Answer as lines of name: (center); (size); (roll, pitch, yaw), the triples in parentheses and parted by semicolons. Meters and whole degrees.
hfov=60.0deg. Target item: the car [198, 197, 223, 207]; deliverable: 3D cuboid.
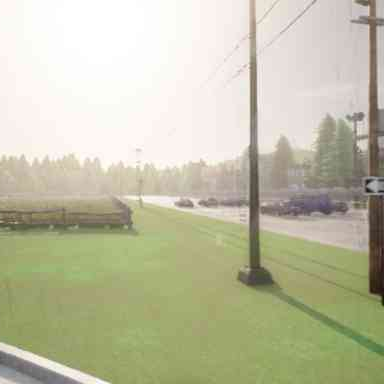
car: (2.271, 1.397, 48.042); (2.128, 1.511, 4.902); (0, 0, -15)

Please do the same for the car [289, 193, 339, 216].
car: (10.610, 1.089, 31.008); (2.150, 2.045, 5.566); (0, 0, -15)

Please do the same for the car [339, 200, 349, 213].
car: (13.592, 1.366, 33.367); (1.812, 1.442, 4.674); (0, 0, -15)

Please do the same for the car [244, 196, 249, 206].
car: (8.777, 1.377, 50.777); (1.812, 1.442, 4.674); (0, 0, -15)

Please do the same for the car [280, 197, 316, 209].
car: (14.082, 1.366, 44.725); (2.033, 1.411, 5.357); (0, 0, -15)

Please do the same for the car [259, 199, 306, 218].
car: (7.511, 1.495, 29.096); (1.895, 1.301, 4.718); (0, 0, -15)

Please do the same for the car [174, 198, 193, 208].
car: (-1.237, 1.498, 47.601); (1.994, 1.385, 4.181); (0, 0, -15)

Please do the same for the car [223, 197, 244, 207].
car: (5.522, 1.442, 49.419); (1.994, 1.385, 4.181); (0, 0, -15)
